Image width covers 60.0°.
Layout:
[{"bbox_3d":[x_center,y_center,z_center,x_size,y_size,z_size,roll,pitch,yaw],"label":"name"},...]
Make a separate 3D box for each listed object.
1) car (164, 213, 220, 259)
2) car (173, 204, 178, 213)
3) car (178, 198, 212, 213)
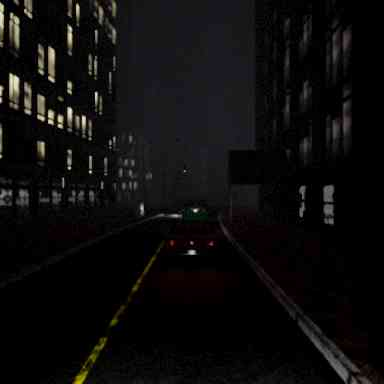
[{"bbox_3d":[0.029,1.740,13.256,1.895,1.301,4.718,0,-1,1],"label":"car"},{"bbox_3d":[-1.096,2.032,41.605,2.033,1.411,5.357,0,-1,7],"label":"car"},{"bbox_3d":[0.429,1.533,27.495,2.150,2.045,5.566,0,0,4],"label":"car"}]
